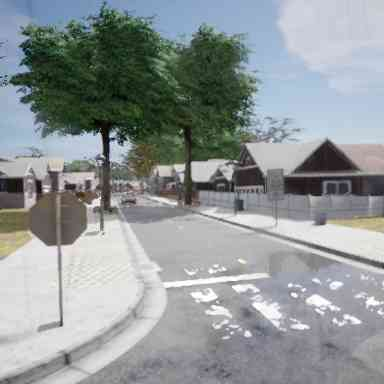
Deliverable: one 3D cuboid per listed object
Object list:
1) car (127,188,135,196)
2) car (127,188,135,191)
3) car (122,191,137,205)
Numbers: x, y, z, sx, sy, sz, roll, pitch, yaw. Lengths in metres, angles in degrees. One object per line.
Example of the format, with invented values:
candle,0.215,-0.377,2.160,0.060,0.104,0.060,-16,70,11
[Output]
car,-17.018,-0.047,93.045,2.150,2.045,5.566,-2,1,-11
car,-14.871,0.408,82.870,1.882,1.535,5.008,-2,1,-12
car,-9.051,1.037,47.408,2.033,1.411,5.357,-2,1,-14
